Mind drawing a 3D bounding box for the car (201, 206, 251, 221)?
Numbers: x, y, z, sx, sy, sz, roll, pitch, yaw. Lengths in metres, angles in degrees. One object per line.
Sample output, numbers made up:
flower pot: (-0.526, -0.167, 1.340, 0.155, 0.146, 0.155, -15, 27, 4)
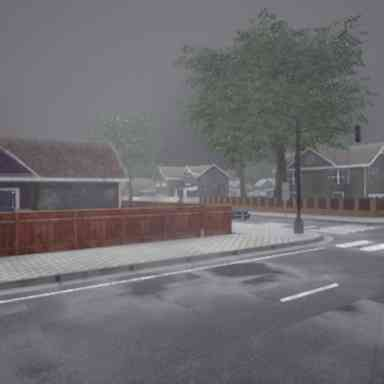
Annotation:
car: (2.812, 1.740, 28.218, 1.895, 1.301, 4.718, -1, 0, -33)
